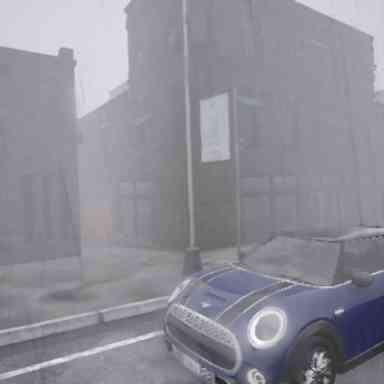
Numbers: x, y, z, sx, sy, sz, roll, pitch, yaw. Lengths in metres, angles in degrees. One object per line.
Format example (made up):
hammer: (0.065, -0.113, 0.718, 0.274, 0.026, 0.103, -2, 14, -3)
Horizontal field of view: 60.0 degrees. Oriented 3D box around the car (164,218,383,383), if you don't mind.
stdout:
car: (1.831, 1.350, 5.048, 4.553, 1.767, 2.097, 0, 0, -35)
